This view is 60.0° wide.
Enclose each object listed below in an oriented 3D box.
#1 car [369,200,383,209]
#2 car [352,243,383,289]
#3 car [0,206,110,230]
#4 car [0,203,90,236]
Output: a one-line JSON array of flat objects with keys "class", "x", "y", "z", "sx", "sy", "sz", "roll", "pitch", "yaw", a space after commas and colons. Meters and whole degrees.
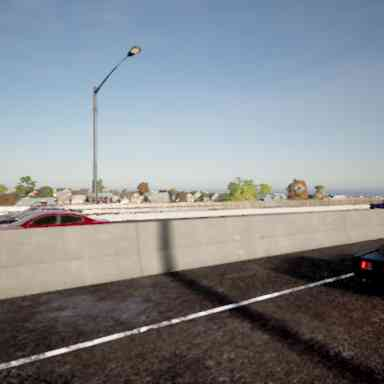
[{"class": "car", "x": 24.565, "y": 1.690, "z": 42.251, "sx": 4.718, "sy": 1.301, "sz": 1.895, "roll": 0, "pitch": 0, "yaw": -34}, {"class": "car", "x": 5.939, "y": 1.613, "z": 7.938, "sx": 4.718, "sy": 1.301, "sz": 1.895, "roll": 0, "pitch": 0, "yaw": -35}, {"class": "car", "x": -5.635, "y": 1.478, "z": 12.856, "sx": 5.008, "sy": 1.535, "sz": 1.882, "roll": 0, "pitch": 0, "yaw": -35}, {"class": "car", "x": -8.711, "y": 1.493, "z": 19.256, "sx": 4.902, "sy": 1.511, "sz": 2.128, "roll": 0, "pitch": 0, "yaw": -35}]
